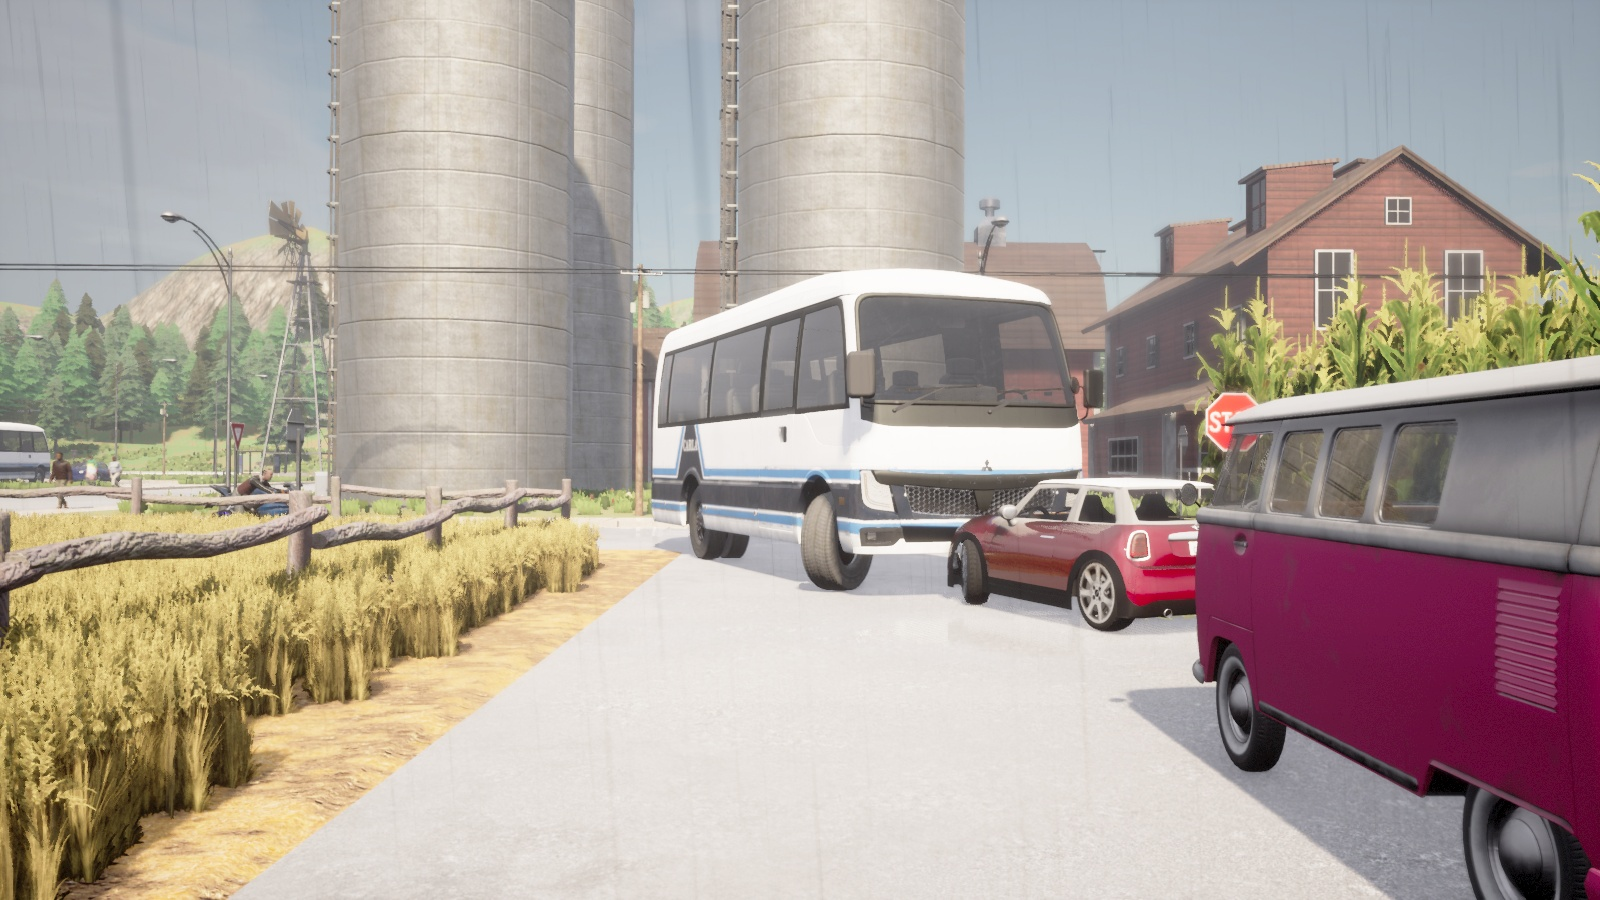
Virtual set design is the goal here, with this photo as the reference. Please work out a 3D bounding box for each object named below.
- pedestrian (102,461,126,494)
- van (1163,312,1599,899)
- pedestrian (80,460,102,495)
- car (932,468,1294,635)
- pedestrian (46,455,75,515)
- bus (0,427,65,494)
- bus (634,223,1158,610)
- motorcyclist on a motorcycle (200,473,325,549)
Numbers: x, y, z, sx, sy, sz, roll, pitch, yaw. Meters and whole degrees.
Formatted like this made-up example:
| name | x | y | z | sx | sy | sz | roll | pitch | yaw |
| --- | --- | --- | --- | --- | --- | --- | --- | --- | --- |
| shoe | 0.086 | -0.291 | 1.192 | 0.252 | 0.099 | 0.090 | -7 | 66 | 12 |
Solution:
| name | x | y | z | sx | sy | sz | roll | pitch | yaw |
| --- | --- | --- | --- | --- | --- | --- | --- | --- | --- |
| pedestrian | -38.254 | 1.530 | 70.046 | 0.874 | 1.855 | 0.900 | 0 | -1 | -1 |
| van | 3.087 | 0.638 | 5.334 | 1.775 | 1.987 | 4.442 | 0 | -1 | 0 |
| pedestrian | -39.391 | 1.531 | 69.784 | 0.659 | 1.952 | 0.873 | 0 | -1 | 11 |
| car | 3.196 | 0.966 | 13.657 | 1.970 | 1.475 | 3.806 | 0 | 0 | -21 |
| pedestrian | -22.813 | 1.072 | 38.744 | 0.431 | 1.840 | 0.703 | 0 | -1 | 3 |
| bus | -52.648 | 0.701 | 81.558 | 3.944 | 4.253 | 10.273 | 0 | -1 | -1 |
| bus | 0.622 | -0.304 | 19.317 | 3.944 | 4.253 | 10.273 | 0 | -1 | -21 |
| motorcyclist on a motorcycle | -11.014 | 1.241 | 25.760 | 2.191 | 1.530 | 0.866 | 0 | -1 | 0 |
